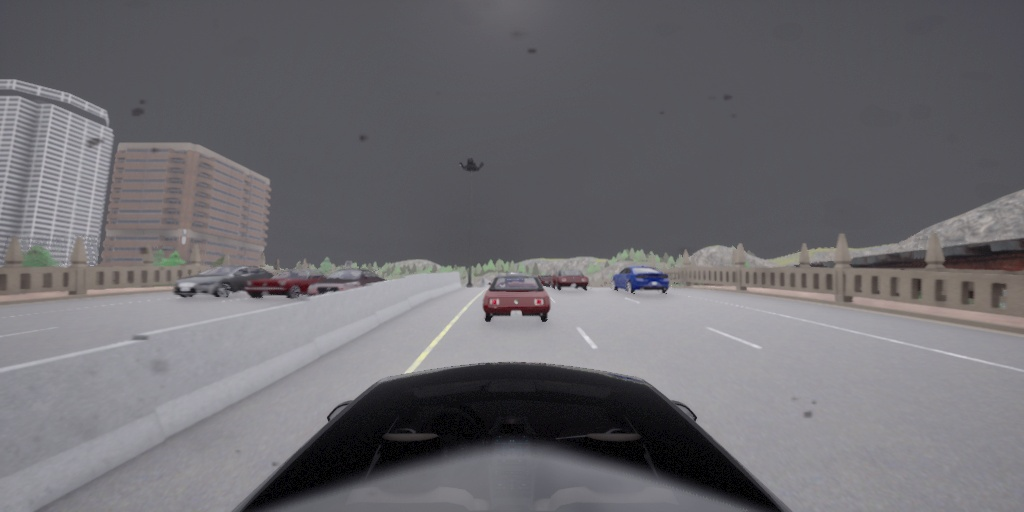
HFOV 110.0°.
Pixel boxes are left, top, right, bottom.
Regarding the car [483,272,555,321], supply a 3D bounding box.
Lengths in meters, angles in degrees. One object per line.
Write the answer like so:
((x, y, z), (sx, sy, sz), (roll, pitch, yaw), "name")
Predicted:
((0.134, 1.277, 11.982), (1.895, 1.301, 4.718), (0, 0, 0), "car")

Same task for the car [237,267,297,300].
((-10.540, 1.328, 17.514), (1.895, 1.301, 4.718), (0, -1, 0), "car")

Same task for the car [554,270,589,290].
((3.676, 1.565, 23.583), (1.895, 1.301, 4.718), (0, -3, 0), "car")

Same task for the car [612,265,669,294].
((7.164, 1.315, 20.487), (1.882, 1.535, 5.008), (0, -2, 0), "car")

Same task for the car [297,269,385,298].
((-7.046, 1.260, 15.701), (1.994, 1.385, 4.181), (0, -1, 0), "car")

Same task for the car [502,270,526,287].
((0.211, 2.184, 33.374), (2.033, 1.411, 5.357), (0, -5, 0), "car")

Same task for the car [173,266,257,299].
((-14.037, 1.224, 17.882), (2.128, 1.511, 4.902), (0, -1, 0), "car")
